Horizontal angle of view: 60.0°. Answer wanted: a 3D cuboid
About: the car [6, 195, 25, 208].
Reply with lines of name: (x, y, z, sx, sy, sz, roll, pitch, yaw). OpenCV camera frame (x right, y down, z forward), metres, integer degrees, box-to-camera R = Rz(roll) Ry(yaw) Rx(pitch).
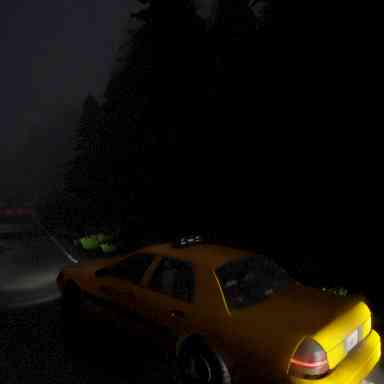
car: (-21.210, 1.058, 40.006, 2.128, 1.511, 4.902, -2, 2, -27)

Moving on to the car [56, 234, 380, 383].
car: (-0.255, 1.418, 5.069, 5.366, 1.575, 1.801, 1, 1, 44)
